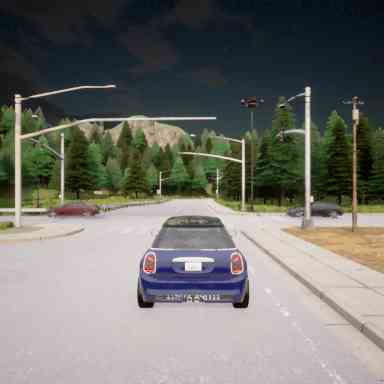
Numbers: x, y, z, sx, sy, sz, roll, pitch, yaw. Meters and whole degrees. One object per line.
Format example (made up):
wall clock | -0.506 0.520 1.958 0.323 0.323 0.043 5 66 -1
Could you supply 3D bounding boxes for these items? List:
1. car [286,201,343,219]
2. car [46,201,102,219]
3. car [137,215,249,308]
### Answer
car | 10.542 1.553 28.756 4.674 1.442 1.812 0 0 1
car | -10.302 1.546 29.099 4.674 1.442 1.812 0 0 1
car | 0.040 1.348 8.069 2.097 1.767 4.553 0 0 0
